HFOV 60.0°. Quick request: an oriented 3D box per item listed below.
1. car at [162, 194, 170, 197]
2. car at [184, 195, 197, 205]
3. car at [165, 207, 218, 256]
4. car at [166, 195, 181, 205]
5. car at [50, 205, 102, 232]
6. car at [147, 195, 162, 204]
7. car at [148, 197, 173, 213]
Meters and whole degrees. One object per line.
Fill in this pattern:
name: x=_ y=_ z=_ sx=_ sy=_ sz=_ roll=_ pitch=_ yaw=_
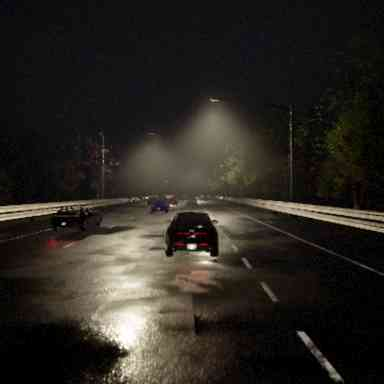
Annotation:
car: x=-7.041 y=1.570 z=78.745 sx=2.097 sy=1.767 sz=4.553 roll=0 pitch=0 yaw=0
car: x=-0.032 y=1.708 z=60.956 sx=2.033 sy=1.411 sz=5.357 roll=0 pitch=0 yaw=0
car: x=-0.011 y=1.536 z=13.282 sx=1.837 sy=1.490 sz=4.892 roll=0 pitch=0 yaw=0
car: x=-3.534 y=1.687 z=61.044 sx=1.812 sy=1.442 sz=4.674 roll=0 pitch=0 yaw=0
car: x=-7.012 y=1.541 z=20.607 sx=2.128 sy=1.511 sz=4.902 roll=0 pitch=0 yaw=0
car: x=-7.034 y=1.668 z=61.096 sx=1.837 sy=1.490 sz=4.892 roll=0 pitch=0 yaw=0
car: x=-3.521 y=1.621 z=37.647 sx=1.812 sy=1.442 sz=4.674 roll=0 pitch=0 yaw=0
